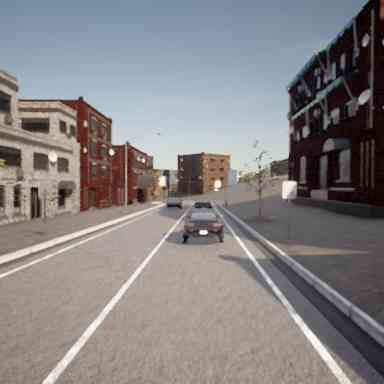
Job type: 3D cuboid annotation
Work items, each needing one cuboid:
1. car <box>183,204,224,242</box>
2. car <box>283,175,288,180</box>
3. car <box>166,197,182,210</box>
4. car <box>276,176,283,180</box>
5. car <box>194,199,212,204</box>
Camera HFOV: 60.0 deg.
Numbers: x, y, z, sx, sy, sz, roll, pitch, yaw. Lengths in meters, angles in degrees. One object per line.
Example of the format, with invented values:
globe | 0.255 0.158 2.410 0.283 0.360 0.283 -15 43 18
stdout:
car | 0.544 1.517 16.210 1.812 1.442 4.674 0 0 2
car | 25.516 -3.736 84.270 2.185 1.767 4.553 0 1 -3
car | -2.294 1.437 43.330 1.882 1.535 5.008 0 0 2
car | 25.219 -3.716 89.788 2.097 1.535 5.008 0 1 -2
car | 1.190 1.456 36.744 1.882 1.535 5.008 0 0 2
